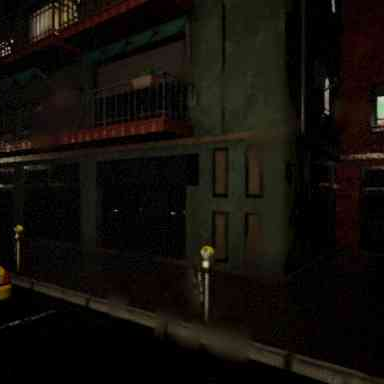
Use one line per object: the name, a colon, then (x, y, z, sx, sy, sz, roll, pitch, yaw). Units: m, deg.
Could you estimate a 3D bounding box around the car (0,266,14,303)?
car: (-5.507, 1.528, 6.799, 4.829, 1.417, 1.752, 0, 0, 36)
